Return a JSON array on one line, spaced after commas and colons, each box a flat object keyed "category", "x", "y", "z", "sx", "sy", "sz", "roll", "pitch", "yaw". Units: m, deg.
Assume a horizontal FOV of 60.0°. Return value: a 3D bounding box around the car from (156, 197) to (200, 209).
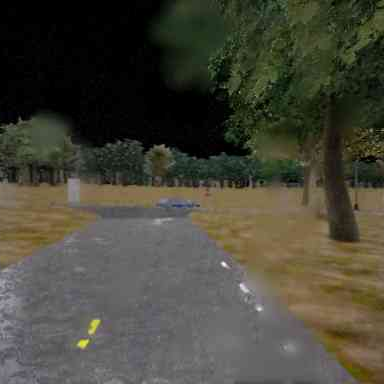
[{"category": "car", "x": -1.718, "y": 1.309, "z": 40.791, "sx": 5.357, "sy": 1.411, "sz": 2.033, "roll": 2, "pitch": -1, "yaw": -8}]
